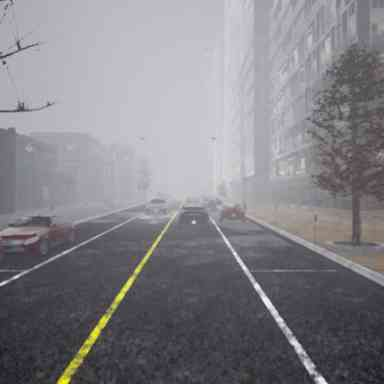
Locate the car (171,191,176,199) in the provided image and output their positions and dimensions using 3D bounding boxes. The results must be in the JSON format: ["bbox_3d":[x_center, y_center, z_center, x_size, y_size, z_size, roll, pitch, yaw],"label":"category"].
[{"bbox_3d":[-5.686,0.685,80.173,2.192,1.841,5.009,1,0,0],"label":"car"}]

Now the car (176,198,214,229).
[{"bbox_3d":[0.098,1.345,20.189,1.837,1.490,4.892,0,1,0],"label":"car"}]

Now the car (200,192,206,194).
[{"bbox_3d":[2.693,1.112,57.544,1.947,1.339,4.313,1,0,0],"label":"car"}]

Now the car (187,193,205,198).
[{"bbox_3d":[0.094,1.179,39.476,2.128,1.511,4.902,0,1,0],"label":"car"}]

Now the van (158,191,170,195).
[{"bbox_3d":[-5.684,0.842,63.241,1.690,1.788,3.998,1,0,0],"label":"van"}]

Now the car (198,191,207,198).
[{"bbox_3d":[2.692,0.642,85.762,2.192,1.841,5.009,1,0,0],"label":"car"}]

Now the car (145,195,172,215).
[{"bbox_3d":[-3.102,1.284,30.390,1.812,1.442,4.674,0,0,0],"label":"car"}]

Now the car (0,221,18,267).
[{"bbox_3d":[-5.747,1.489,6.806,1.887,1.381,4.507,1,0,0],"label":"car"}]

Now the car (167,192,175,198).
[{"bbox_3d":[-5.692,0.833,91.462,2.008,1.369,4.403,1,0,0],"label":"car"}]

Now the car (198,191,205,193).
[{"bbox_3d":[2.691,0.811,80.119,1.967,1.590,4.097,1,0,0],"label":"car"}]

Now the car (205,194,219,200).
[{"bbox_3d":[2.695,1.244,40.612,1.947,1.339,4.313,1,0,0],"label":"car"}]

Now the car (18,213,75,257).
[{"bbox_3d":[-5.715,1.482,12.450,1.802,1.307,4.206,1,0,0],"label":"car"}]

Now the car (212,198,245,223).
[{"bbox_3d":[2.698,1.356,23.680,1.887,1.381,4.507,1,0,0],"label":"car"}]

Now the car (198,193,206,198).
[{"bbox_3d":[2.688,0.849,91.407,1.947,1.339,4.313,1,0,0],"label":"car"}]

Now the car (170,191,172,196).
[{"bbox_3d":[-5.689,1.039,68.887,1.802,1.307,4.206,1,0,0],"label":"car"}]
